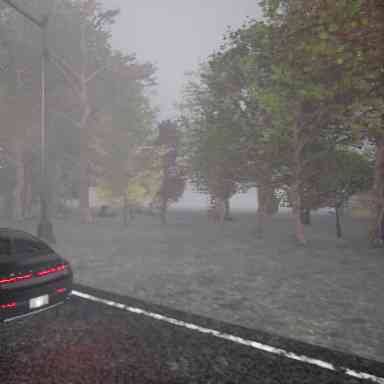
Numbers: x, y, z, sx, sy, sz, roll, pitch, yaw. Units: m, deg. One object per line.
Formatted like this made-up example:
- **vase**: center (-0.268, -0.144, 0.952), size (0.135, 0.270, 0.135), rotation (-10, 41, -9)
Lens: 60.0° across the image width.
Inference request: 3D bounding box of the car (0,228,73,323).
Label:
- **car**: center (-4.401, 1.491, 6.684), size (4.892, 1.490, 1.837), rotation (0, 1, 36)
